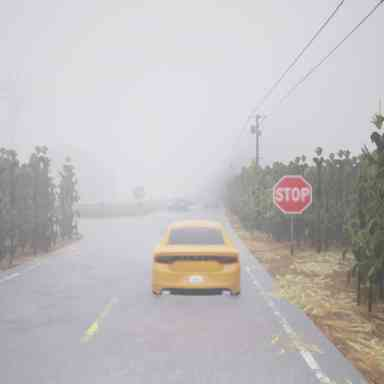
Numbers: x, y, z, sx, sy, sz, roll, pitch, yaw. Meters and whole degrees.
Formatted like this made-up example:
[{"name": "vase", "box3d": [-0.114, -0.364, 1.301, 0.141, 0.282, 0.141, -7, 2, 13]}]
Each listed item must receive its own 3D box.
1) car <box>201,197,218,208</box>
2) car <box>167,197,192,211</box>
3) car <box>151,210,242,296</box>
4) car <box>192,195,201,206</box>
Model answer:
[{"name": "car", "box3d": [2.753, 1.523, 48.218, 1.812, 1.442, 4.674, 0, 0, 5]}, {"name": "car", "box3d": [-1.548, 1.350, 38.342, 2.097, 1.767, 4.553, 0, 0, 5]}, {"name": "car", "box3d": [0.117, 1.477, 8.731, 1.882, 1.535, 5.008, 0, 0, 1]}, {"name": "car", "box3d": [-0.182, 1.560, 53.180, 1.994, 1.385, 4.181, 0, 0, 5]}]
